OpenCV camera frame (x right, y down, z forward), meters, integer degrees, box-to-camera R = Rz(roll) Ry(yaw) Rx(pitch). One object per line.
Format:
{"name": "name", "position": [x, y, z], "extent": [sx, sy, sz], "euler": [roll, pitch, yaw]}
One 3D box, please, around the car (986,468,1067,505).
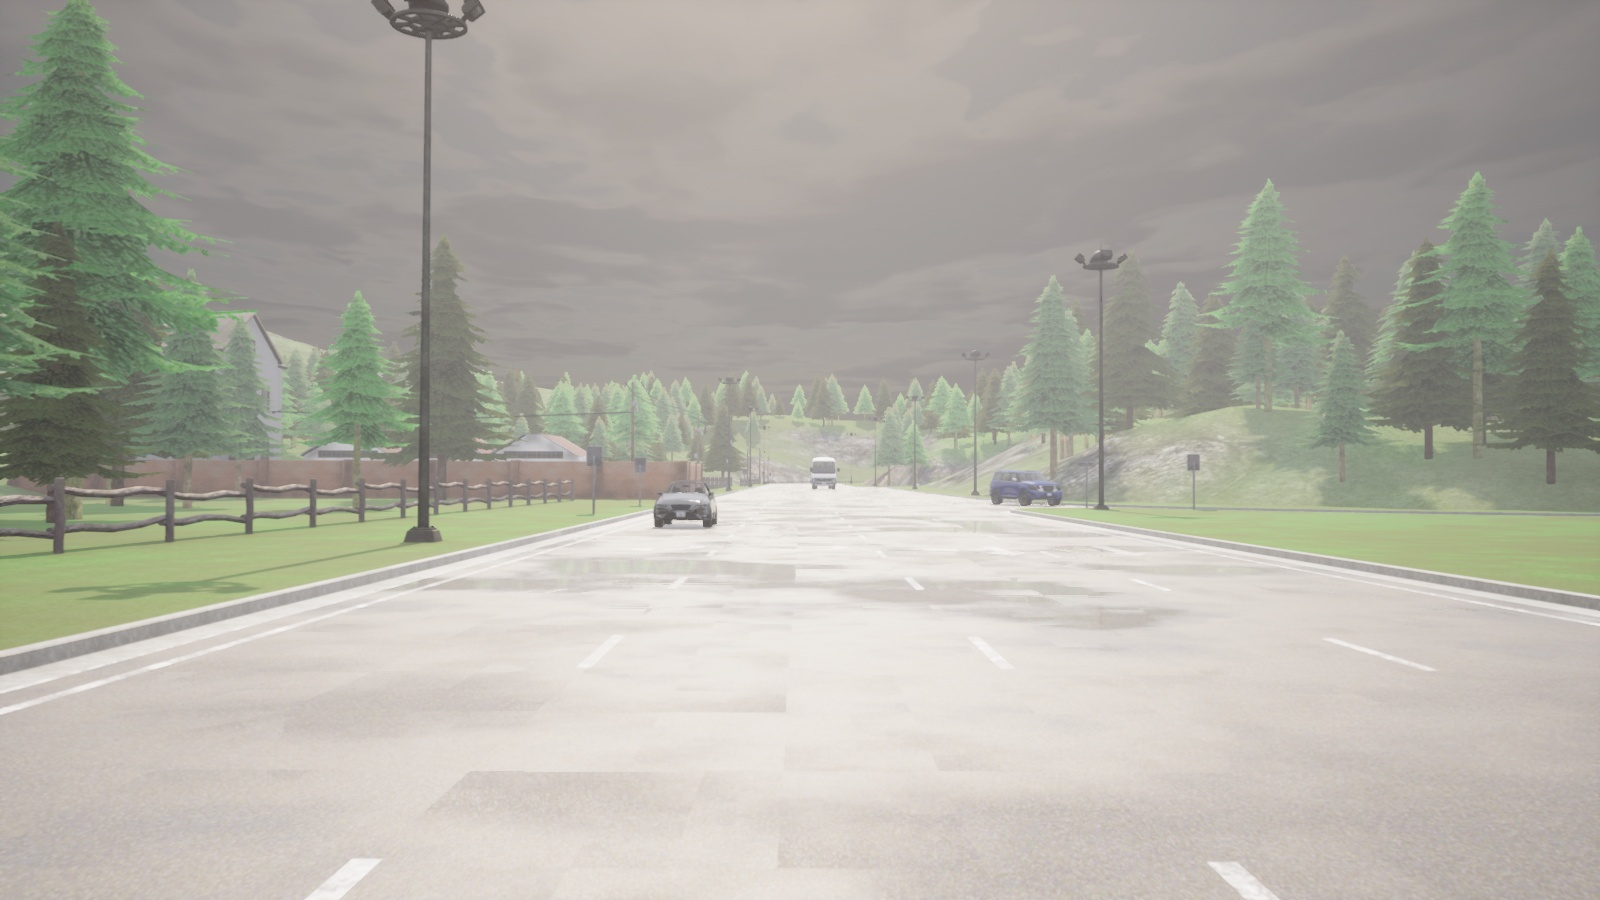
{"name": "car", "position": [13.005, 2.079, 72.508], "extent": [2.150, 2.045, 5.566], "euler": [0, -1, -20]}

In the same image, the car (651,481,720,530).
{"name": "car", "position": [-3.592, 1.726, 39.895], "extent": [1.816, 1.474, 4.193], "euler": [0, -1, 0]}
